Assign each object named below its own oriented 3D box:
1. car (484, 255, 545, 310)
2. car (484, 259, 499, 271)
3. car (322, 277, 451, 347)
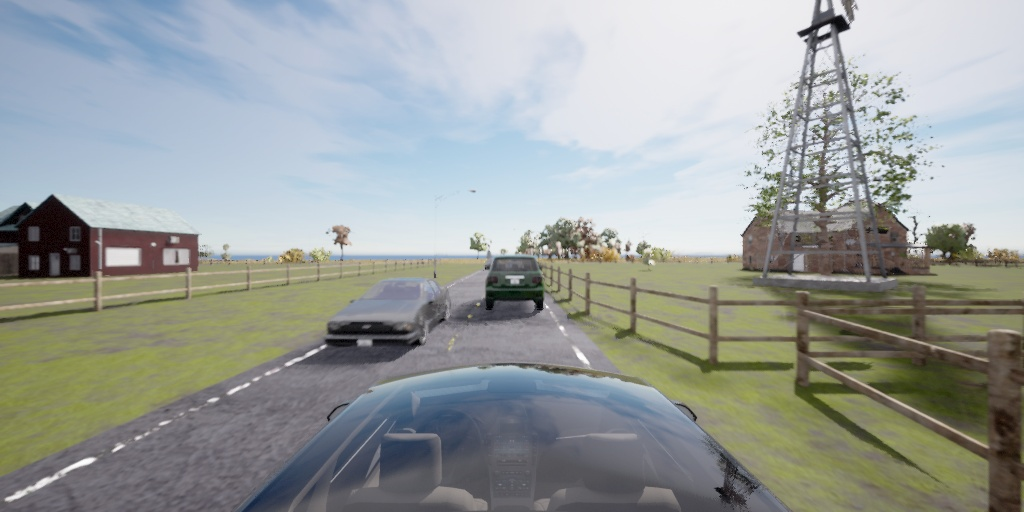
[{"bbox_3d":[0.100,0.966,14.856,2.150,2.045,5.566,0,0,0],"label":"car"},{"bbox_3d":[-2.841,1.202,50.457,1.882,1.535,5.008,0,0,0],"label":"car"},{"bbox_3d":[-2.853,1.295,9.593,2.033,1.411,5.357,0,0,0],"label":"car"}]
